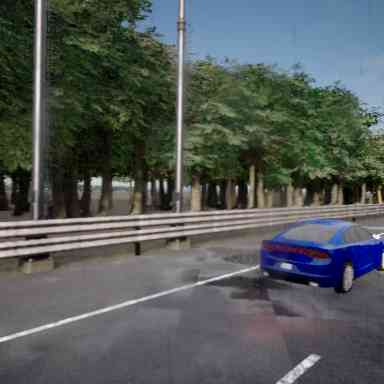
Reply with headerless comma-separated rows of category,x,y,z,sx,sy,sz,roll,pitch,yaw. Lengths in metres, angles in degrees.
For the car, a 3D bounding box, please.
car,3.794,1.496,9.054,1.882,1.535,5.008,1,0,44
